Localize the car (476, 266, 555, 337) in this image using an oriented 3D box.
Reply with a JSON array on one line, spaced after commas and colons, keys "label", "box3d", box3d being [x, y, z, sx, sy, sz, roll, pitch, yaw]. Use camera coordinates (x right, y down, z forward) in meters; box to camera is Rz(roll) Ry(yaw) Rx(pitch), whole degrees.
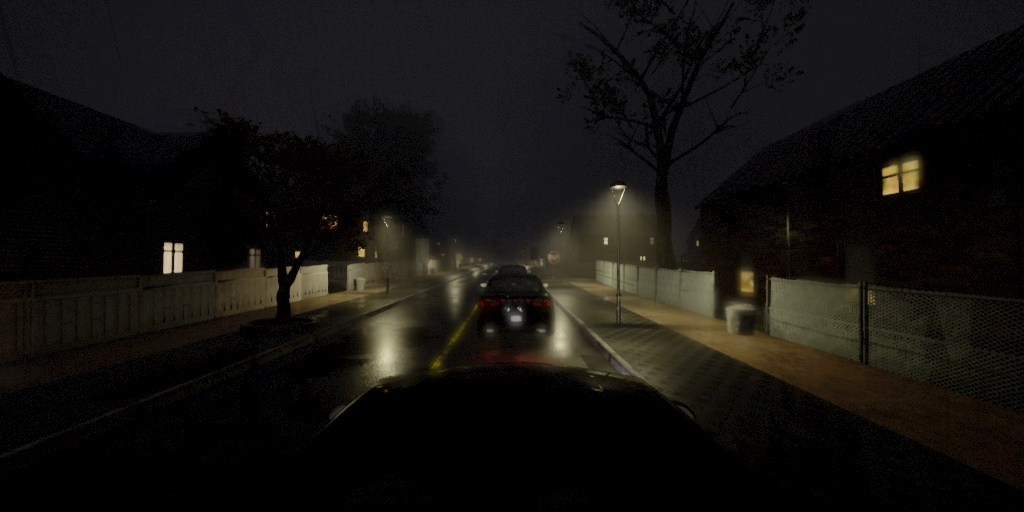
[{"label": "car", "box3d": [0.086, 1.229, 10.362, 1.882, 1.535, 5.008, 0, 0, 0]}]
